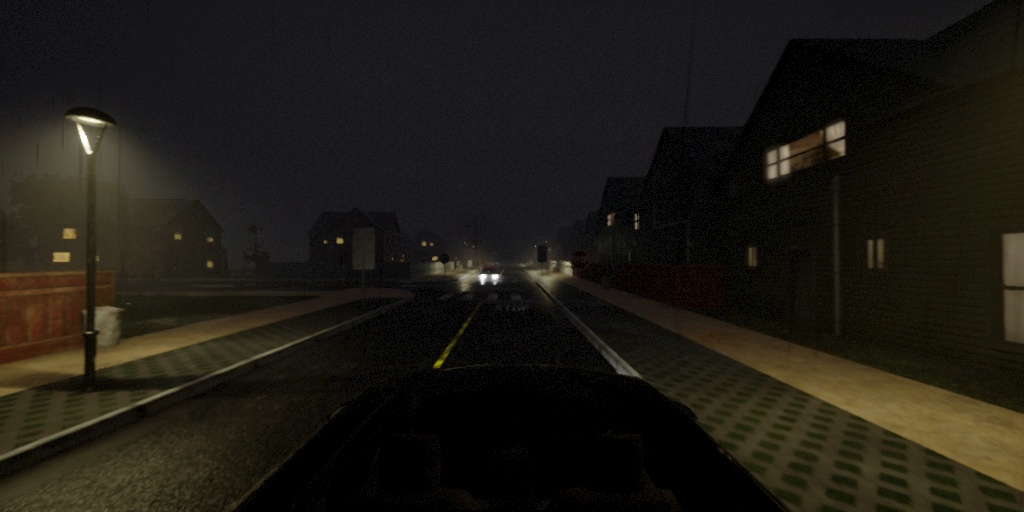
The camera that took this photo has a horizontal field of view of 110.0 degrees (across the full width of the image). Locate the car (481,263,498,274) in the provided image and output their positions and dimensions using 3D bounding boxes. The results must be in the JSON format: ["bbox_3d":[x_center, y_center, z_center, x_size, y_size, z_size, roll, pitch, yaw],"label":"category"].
[{"bbox_3d":[-2.754,1.547,44.727,1.895,1.301,4.718,0,0,0],"label":"car"}]
